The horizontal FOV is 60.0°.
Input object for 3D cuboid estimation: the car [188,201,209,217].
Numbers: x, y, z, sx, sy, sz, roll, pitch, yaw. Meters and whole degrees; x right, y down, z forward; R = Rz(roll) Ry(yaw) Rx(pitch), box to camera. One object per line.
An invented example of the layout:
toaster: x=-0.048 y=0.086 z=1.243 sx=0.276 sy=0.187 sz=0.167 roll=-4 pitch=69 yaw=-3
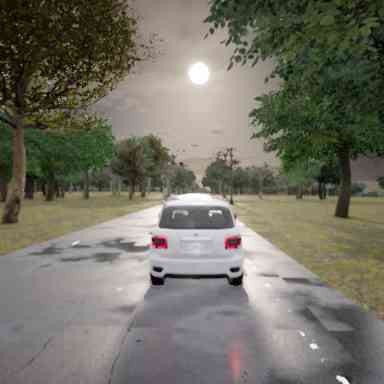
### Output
car: x=0.659 y=1.582 z=32.183 sx=1.895 sy=1.301 sz=4.718 roll=0 pitch=0 yaw=2

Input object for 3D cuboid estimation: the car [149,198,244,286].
car: x=0.145 y=1.212 z=9.497 sx=2.150 sy=2.045 sz=5.566 roll=0 pitch=0 yaw=1

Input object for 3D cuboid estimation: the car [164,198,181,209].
car: x=-2.593 y=1.511 z=45.596 sx=1.812 sy=1.442 sz=4.674 roll=0 pitch=0 yaw=2
